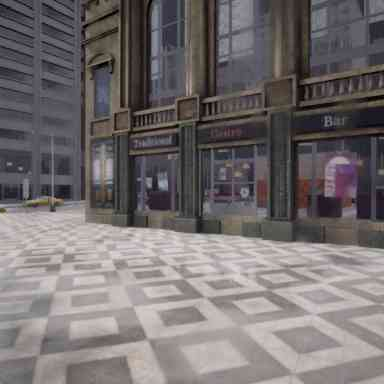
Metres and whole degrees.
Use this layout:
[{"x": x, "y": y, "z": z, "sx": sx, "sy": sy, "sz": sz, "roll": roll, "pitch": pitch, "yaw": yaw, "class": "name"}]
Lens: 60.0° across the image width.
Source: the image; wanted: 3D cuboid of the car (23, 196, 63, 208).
[{"x": -18.577, "y": 1.145, "z": 41.619, "sx": 1.752, "sy": 1.417, "sz": 4.829, "roll": 1, "pitch": 2, "yaw": 36, "class": "car"}]

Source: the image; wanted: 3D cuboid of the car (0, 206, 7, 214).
[{"x": -18.097, "y": 1.342, "z": 27.718, "sx": 1.752, "sy": 1.417, "sz": 4.829, "roll": 1, "pitch": 2, "yaw": 36, "class": "car"}]
